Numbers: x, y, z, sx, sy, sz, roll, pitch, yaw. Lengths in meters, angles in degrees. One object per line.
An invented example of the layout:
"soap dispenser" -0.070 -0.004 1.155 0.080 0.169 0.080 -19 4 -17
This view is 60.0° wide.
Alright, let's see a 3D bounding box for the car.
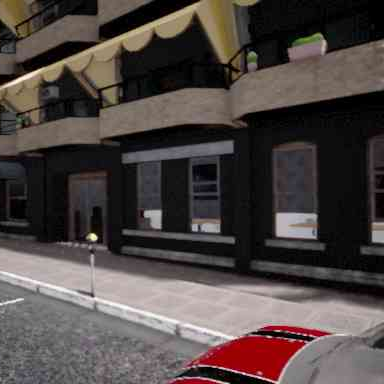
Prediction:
"car" 1.541 1.439 1.791 4.097 1.590 1.967 0 -1 36
